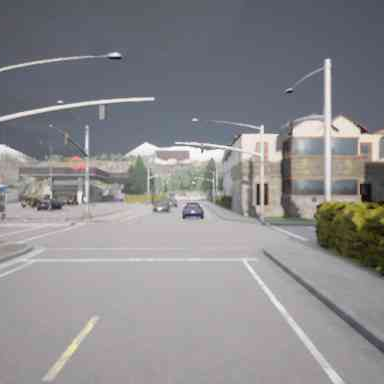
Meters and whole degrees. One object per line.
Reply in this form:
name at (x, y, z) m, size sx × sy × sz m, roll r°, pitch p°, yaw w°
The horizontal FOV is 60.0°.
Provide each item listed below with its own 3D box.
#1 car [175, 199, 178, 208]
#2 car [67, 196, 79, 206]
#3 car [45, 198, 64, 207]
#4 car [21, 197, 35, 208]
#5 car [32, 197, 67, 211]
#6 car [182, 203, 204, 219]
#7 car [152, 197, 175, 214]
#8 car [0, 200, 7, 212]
car at (-3.556, 1.713, 56.049) m, size 2.097 × 1.767 × 4.553 m, roll 0°, pitch 0°, yaw 0°
car at (-22.627, 1.669, 62.235) m, size 1.905 × 1.878 × 3.866 m, roll 0°, pitch 0°, yaw 0°
car at (-25.954, 1.957, 62.835) m, size 1.970 × 1.475 × 3.806 m, roll 0°, pitch 0°, yaw 0°
car at (-25.892, 1.640, 54.358) m, size 1.932 × 1.855 × 4.605 m, roll 0°, pitch 0°, yaw 0°
car at (-18.924, 1.776, 44.365) m, size 2.007 × 1.523 × 4.514 m, roll 0°, pitch 0°, yaw 0°
car at (0.097, 1.769, 31.946) m, size 1.994 × 1.385 × 4.181 m, roll 0°, pitch 0°, yaw 0°
car at (-3.583, 1.746, 39.712) m, size 2.128 × 1.511 × 4.902 m, roll 0°, pitch 0°, yaw 1°
car at (-22.567, 1.665, 37.307) m, size 1.970 × 1.475 × 3.806 m, roll 0°, pitch 0°, yaw 0°
